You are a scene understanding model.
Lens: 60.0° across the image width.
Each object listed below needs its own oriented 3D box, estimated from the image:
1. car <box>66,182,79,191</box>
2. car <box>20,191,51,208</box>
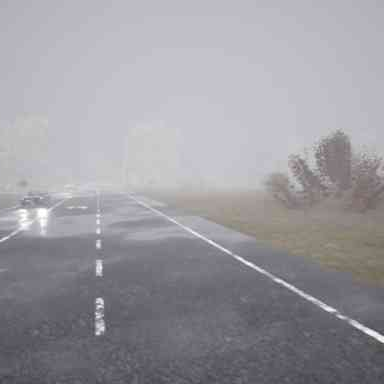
[{"bbox_3d":[-25.259,-1.099,69.369,1.812,1.442,4.674,-3,3,-16],"label":"car"},{"bbox_3d":[-13.948,0.575,29.823,1.895,1.301,4.718,-3,3,-16],"label":"car"}]
